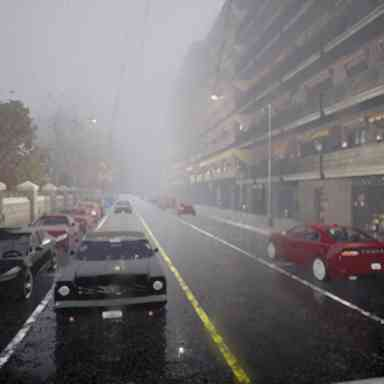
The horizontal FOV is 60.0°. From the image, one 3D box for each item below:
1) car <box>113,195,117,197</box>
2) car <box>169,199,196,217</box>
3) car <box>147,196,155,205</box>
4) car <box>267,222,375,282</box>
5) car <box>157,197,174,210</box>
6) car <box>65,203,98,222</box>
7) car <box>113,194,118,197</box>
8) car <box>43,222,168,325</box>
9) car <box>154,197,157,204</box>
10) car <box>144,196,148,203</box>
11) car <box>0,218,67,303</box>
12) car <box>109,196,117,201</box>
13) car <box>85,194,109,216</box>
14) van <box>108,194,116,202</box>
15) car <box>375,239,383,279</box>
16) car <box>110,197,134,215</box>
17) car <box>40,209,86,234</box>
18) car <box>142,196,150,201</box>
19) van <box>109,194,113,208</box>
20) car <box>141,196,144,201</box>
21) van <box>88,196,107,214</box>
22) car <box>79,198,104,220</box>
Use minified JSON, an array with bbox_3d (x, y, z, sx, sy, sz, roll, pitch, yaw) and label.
[{"bbox_3d":[-14.581,1.628,57.706,1.947,1.339,4.313,0,0,-11],"label":"car"},{"bbox_3d":[-0.758,1.605,31.788,1.802,1.307,4.206,0,0,-11],"label":"car"},{"bbox_3d":[-6.369,1.634,59.376,1.947,1.339,4.313,0,0,-11],"label":"car"},{"bbox_3d":[3.730,1.549,9.721,1.887,1.381,4.507,0,0,-11],"label":"car"},{"bbox_3d":[-3.002,1.481,42.824,1.967,1.590,4.097,0,0,-11],"label":"car"},{"bbox_3d":[-6.726,1.547,19.085,1.887,1.381,4.507,0,0,-11],"label":"car"},{"bbox_3d":[-16.824,1.399,68.740,2.192,1.841,5.009,0,0,-11],"label":"car"},{"bbox_3d":[-1.696,1.601,7.358,1.895,1.301,4.718,0,0,-12],"label":"car"},{"bbox_3d":[-4.125,1.631,48.341,1.802,1.307,4.206,0,0,-11],"label":"car"},{"bbox_3d":[-8.613,1.530,70.410,1.967,1.590,4.097,0,0,-11],"label":"car"},{"bbox_3d":[-4.482,1.565,8.052,1.947,1.339,4.313,0,0,-11],"label":"car"},{"bbox_3d":[-20.191,1.707,85.291,1.802,1.307,4.206,0,0,-11],"label":"car"},{"bbox_3d":[-8.971,1.333,30.118,2.192,1.841,5.009,0,0,-11],"label":"car"},{"bbox_3d":[-19.068,1.452,79.774,1.690,1.788,3.998,0,0,-11],"label":"van"},{"bbox_3d":[4.852,1.555,4.203,2.008,1.369,4.403,0,0,-11],"label":"car"},{"bbox_3d":[-7.105,1.573,34.453,2.033,1.411,5.357,0,0,-11],"label":"car"},{"bbox_3d":[-5.605,1.581,13.569,1.802,1.307,4.206,0,0,-11],"label":"car"},{"bbox_3d":[-11.979,1.713,86.962,1.802,1.307,4.206,0,0,-11],"label":"car"},{"bbox_3d":[-12.337,1.385,46.671,1.690,1.788,3.998,0,0,-11],"label":"van"},{"bbox_3d":[-10.890,1.642,81.611,1.752,1.417,4.829,0,0,-11],"label":"car"},{"bbox_3d":[-10.092,1.367,35.636,1.690,1.788,3.998,0,0,-11],"label":"van"},{"bbox_3d":[-7.847,1.449,24.600,1.967,1.590,4.097,0,0,-11],"label":"car"}]
